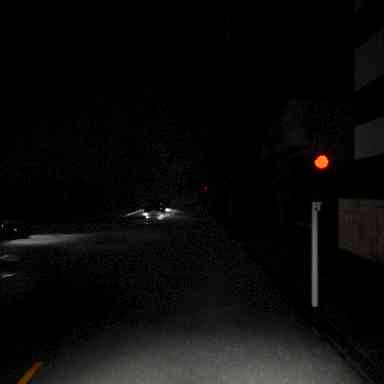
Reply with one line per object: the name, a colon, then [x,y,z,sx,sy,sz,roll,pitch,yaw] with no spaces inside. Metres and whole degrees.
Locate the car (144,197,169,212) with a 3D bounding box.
car: [-4.127,1.345,37.574,2.097,1.767,4.553,0,0,0]

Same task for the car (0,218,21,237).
car: [-10.689,1.523,15.875,4.674,1.442,1.812,0,0,2]

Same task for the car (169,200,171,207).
car: [-4.116,1.592,47.636,1.895,1.301,4.718,0,0,0]
